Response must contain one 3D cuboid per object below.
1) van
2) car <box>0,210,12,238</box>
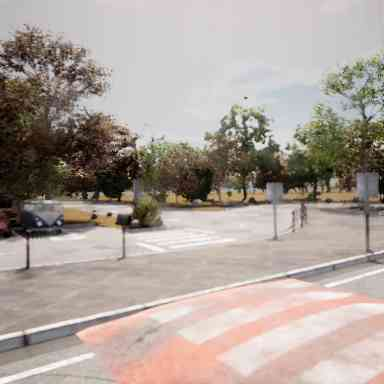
[{"bbox_3d":[-9.074,1.489,20.132,1.878,1.987,4.442,1,0,-36],"label":"van"},{"bbox_3d":[-11.417,1.712,18.635,2.163,1.488,4.792,1,0,-36],"label":"car"}]
